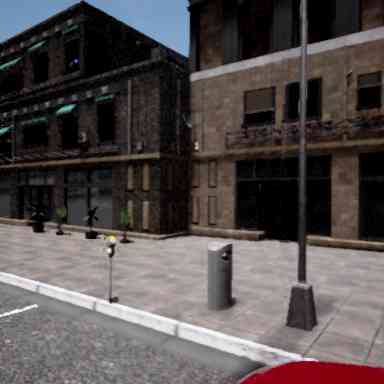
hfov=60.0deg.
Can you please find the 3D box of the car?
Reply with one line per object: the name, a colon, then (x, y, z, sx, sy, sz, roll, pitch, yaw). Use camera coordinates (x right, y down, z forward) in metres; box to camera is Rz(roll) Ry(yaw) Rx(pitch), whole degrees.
car: (1.998, 1.578, 1.438, 4.206, 1.307, 1.802, 0, 1, 36)
